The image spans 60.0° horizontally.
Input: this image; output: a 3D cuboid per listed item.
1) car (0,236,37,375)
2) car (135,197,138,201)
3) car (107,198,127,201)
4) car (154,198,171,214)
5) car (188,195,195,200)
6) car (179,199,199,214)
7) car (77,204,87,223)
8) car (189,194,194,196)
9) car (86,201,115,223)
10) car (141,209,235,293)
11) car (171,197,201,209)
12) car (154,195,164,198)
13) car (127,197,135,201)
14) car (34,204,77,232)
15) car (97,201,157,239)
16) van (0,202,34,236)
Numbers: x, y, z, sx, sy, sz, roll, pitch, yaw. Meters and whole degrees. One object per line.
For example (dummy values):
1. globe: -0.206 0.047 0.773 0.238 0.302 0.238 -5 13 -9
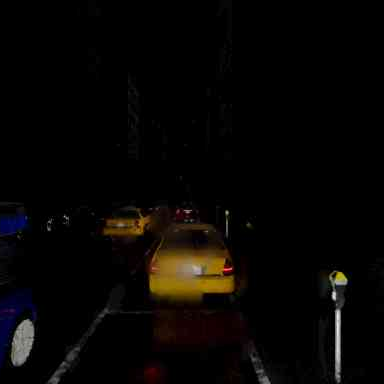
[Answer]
1. car: -3.048 1.477 2.578 1.882 1.535 5.008 0 0 0
2. car: -8.816 1.452 47.486 1.967 1.590 4.097 0 0 0
3. car: -8.815 1.573 36.483 1.947 1.339 4.313 0 0 0
4. car: -3.048 1.553 31.981 2.033 1.411 5.357 0 0 0
5. car: -0.237 1.636 95.394 2.008 1.369 4.403 0 0 0
6. car: -0.290 1.558 36.484 2.008 1.369 4.403 0 0 0
7. car: -8.815 1.585 25.481 1.802 1.307 4.206 0 0 0
8. car: -0.257 1.501 84.576 1.967 1.590 4.097 0 0 0
9. car: -6.245 1.604 25.501 1.895 1.301 4.718 0 0 0
10. car: 0.005 1.457 8.840 1.801 1.575 5.366 0 0 0
11. car: -0.290 1.443 25.481 1.967 1.590 4.097 0 0 0
12. car: -8.782 1.643 84.589 1.802 1.307 4.206 0 0 0
13. car: -8.815 1.591 41.985 1.802 1.307 4.206 0 0 0
14. car: -8.815 1.568 19.979 1.947 1.339 4.313 0 0 0
15. car: -3.144 1.457 17.221 1.801 1.575 5.366 0 0 0
16. van: -8.815 1.342 14.478 1.690 1.788 3.998 0 0 0
